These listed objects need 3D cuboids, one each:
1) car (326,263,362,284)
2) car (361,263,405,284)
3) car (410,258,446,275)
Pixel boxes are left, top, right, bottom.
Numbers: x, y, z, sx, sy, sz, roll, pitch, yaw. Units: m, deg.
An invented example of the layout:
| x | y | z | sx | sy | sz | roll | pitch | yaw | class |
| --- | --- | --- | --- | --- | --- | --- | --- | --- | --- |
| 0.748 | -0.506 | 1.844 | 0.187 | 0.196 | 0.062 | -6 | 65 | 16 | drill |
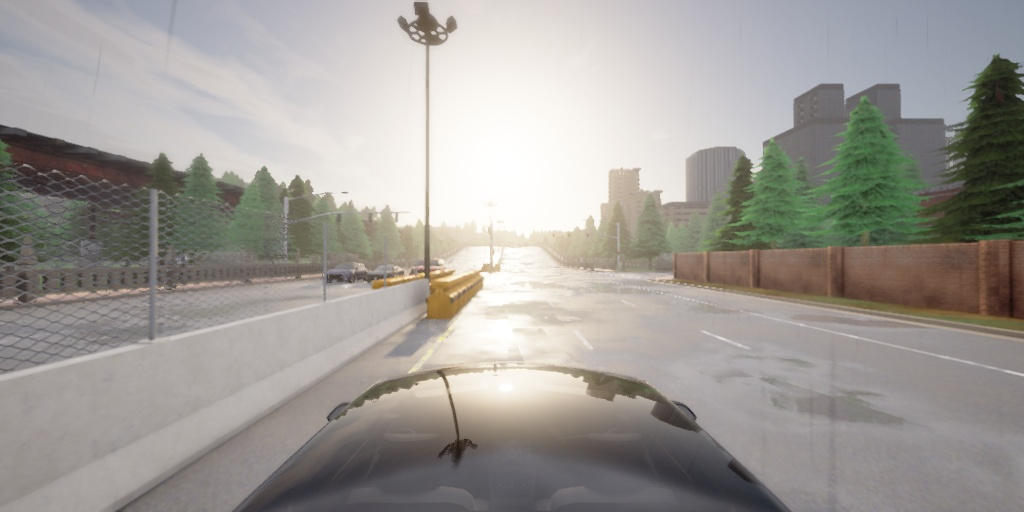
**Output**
| x | y | z | sx | sy | sz | roll | pitch | yaw | class |
| --- | --- | --- | --- | --- | --- | --- | --- | --- | --- |
| -14.003 | 1.368 | 30.605 | 2.097 | 1.767 | 4.553 | 0 | 0 | 0 | car |
| -10.505 | 1.494 | 30.202 | 1.882 | 1.535 | 5.008 | 0 | -1 | 0 | car |
| -7.002 | 1.225 | 30.640 | 2.150 | 2.045 | 5.566 | 0 | -1 | 0 | car |
